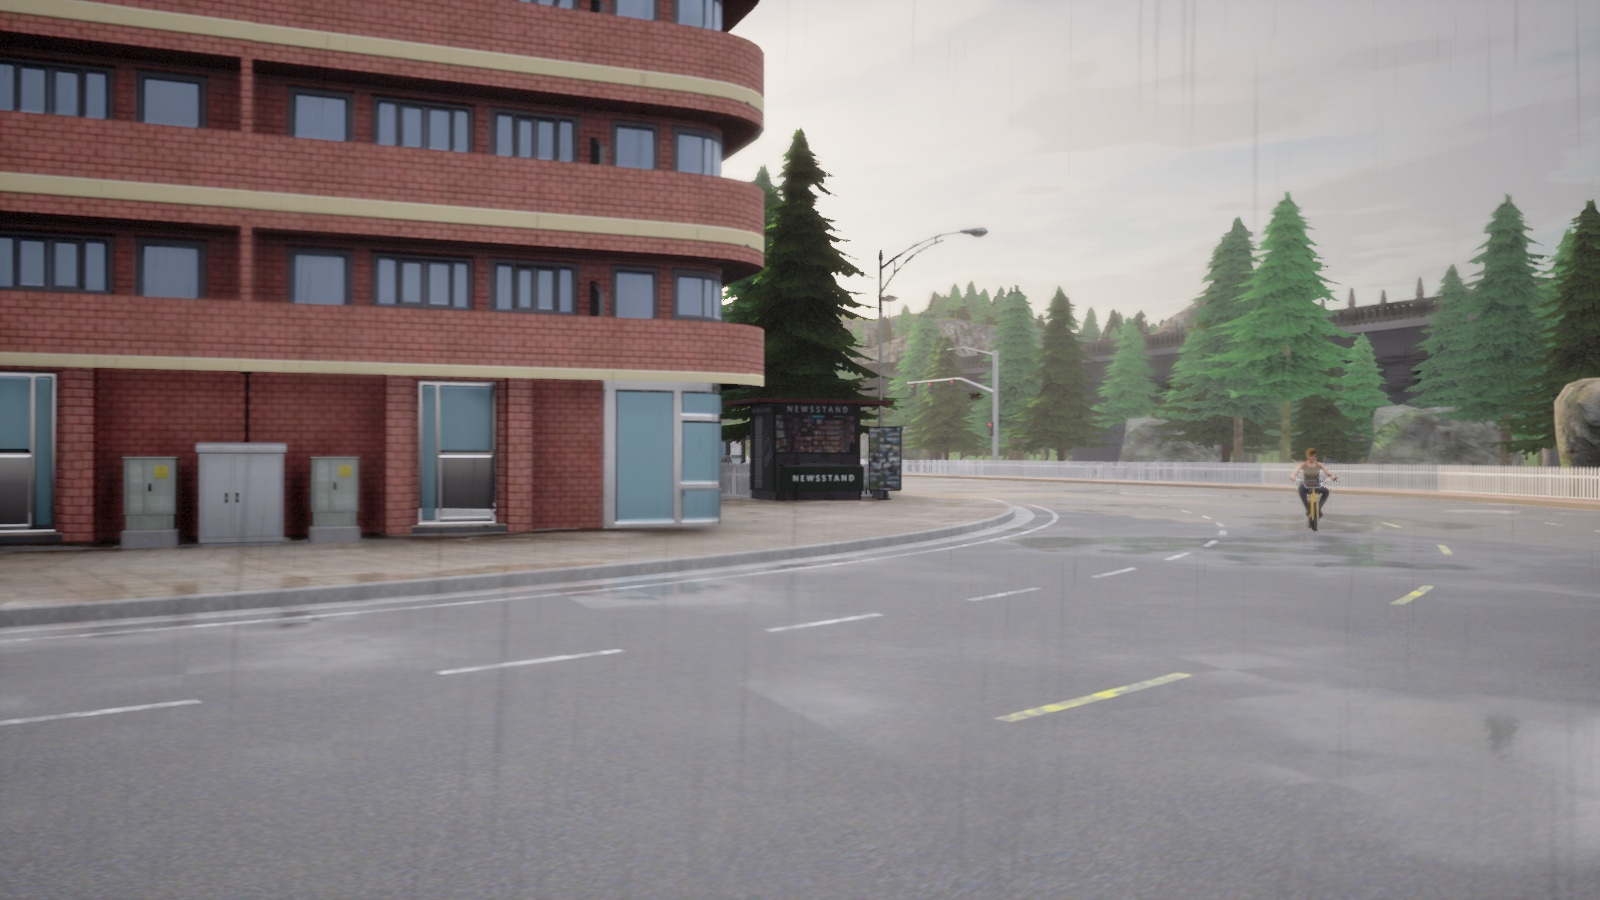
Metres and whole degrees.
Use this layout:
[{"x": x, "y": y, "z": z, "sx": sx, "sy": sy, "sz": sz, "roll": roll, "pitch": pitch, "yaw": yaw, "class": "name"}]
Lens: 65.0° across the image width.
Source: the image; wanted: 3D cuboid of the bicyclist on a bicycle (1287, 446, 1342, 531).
[{"x": 10.015, "y": 0.729, "z": 24.505, "sx": 0.866, "sy": 1.612, "sz": 1.509, "roll": -1, "pitch": 0, "yaw": 18, "class": "bicyclist on a bicycle"}]
